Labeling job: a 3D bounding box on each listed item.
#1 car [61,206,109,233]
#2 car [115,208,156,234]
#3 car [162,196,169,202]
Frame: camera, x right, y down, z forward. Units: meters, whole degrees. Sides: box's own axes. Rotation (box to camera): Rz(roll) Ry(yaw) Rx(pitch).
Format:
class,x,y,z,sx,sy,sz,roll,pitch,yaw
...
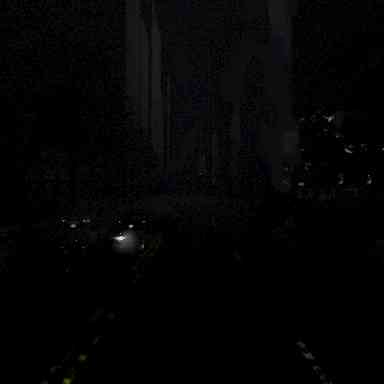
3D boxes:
class,x,y,z,sx,sy,sz,roll,pitch,yaw
car,-6.606,1.636,20.957,2.128,1.511,4.902,0,0,0
car,-3.356,1.704,20.294,1.994,1.385,4.181,0,0,0
car,-7.458,2.010,94.992,1.812,1.442,4.674,0,0,-1
